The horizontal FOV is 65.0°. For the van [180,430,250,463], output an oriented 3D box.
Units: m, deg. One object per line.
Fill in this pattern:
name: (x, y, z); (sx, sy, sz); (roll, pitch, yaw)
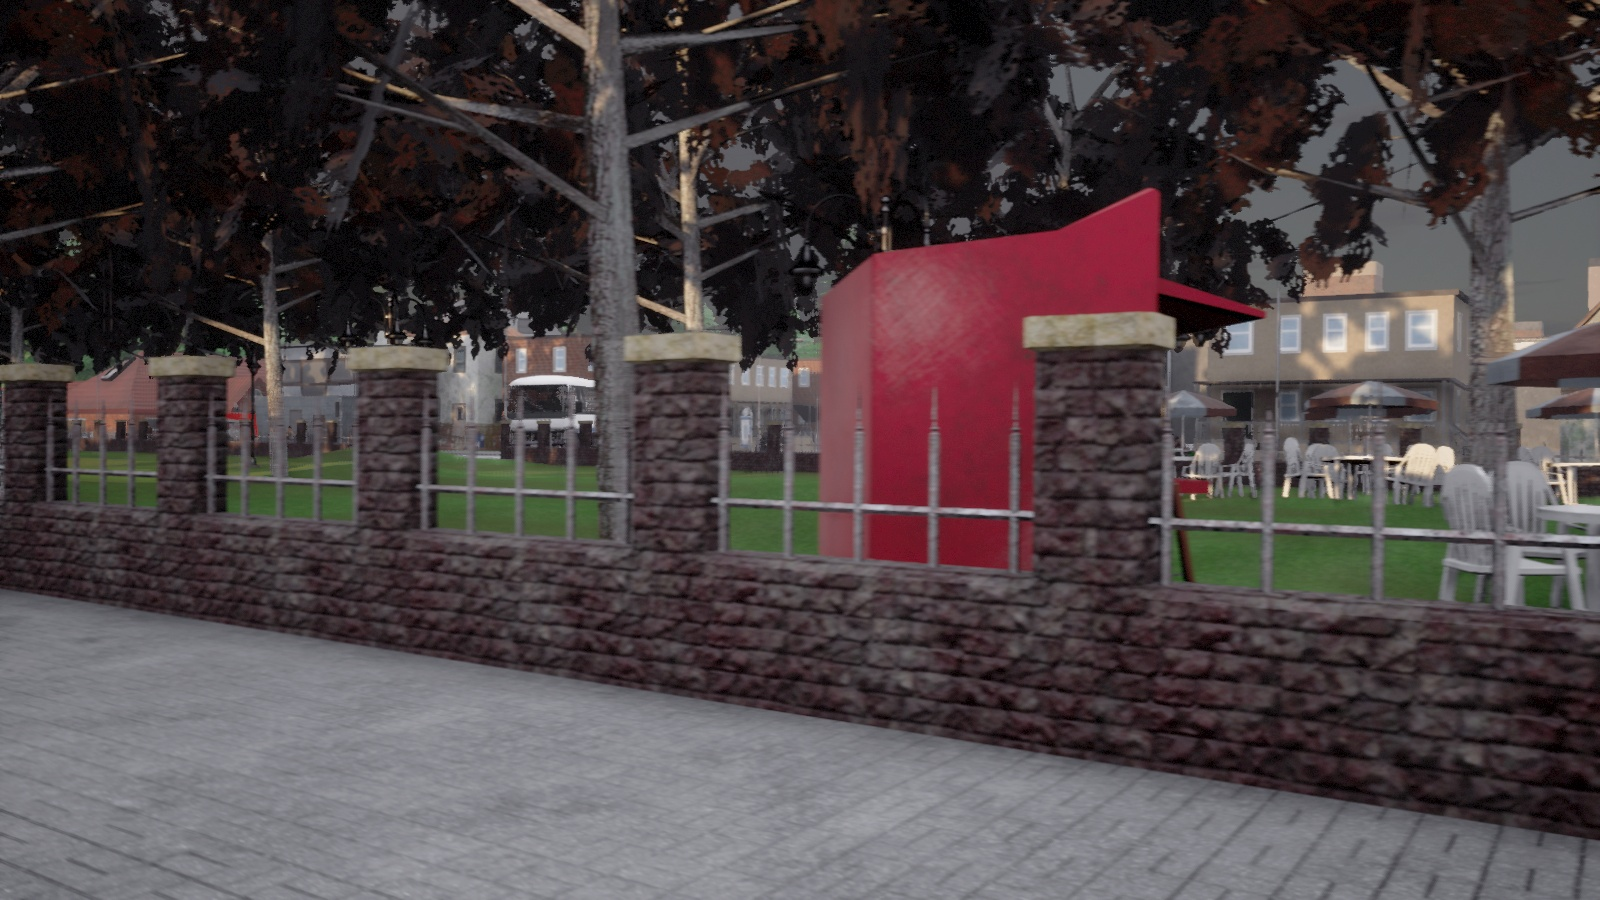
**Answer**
van: (-36.282, -0.250, 77.854); (4.442, 1.987, 1.775); (0, 1, 32)

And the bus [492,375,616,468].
bus: (-12.404, -1.415, 64.631); (3.944, 4.253, 10.273); (-2, 1, 2)

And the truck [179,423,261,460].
truck: (-39.062, -0.560, 84.546); (5.204, 2.467, 2.627); (0, 1, 34)
